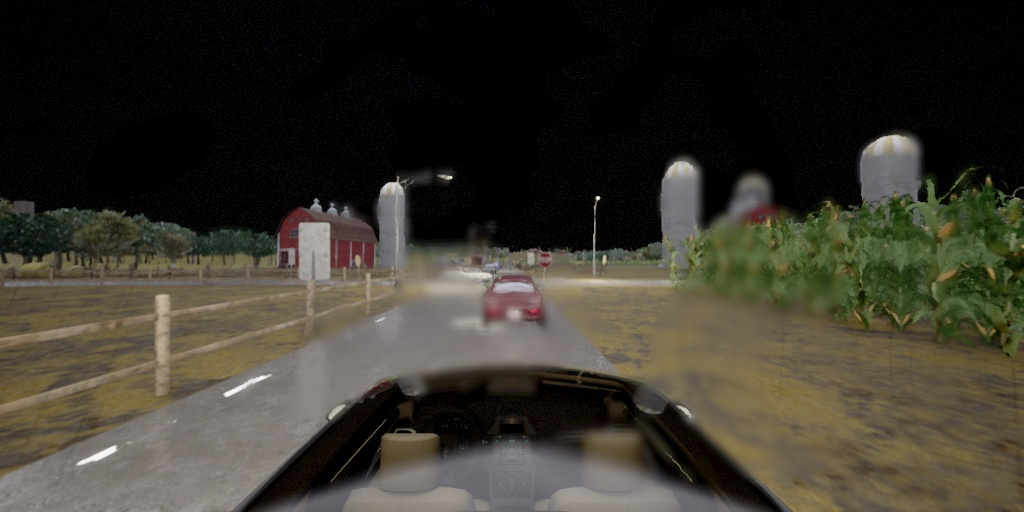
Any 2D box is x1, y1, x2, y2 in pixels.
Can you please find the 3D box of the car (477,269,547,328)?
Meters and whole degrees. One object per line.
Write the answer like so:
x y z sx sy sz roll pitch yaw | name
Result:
0.059 1.330 11.475 1.812 1.442 4.674 0 0 0 | car

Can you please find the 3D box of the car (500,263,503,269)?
-3.042 1.977 64.816 1.812 1.442 4.674 0 -1 0 | car

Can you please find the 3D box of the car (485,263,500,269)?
-3.024 1.748 48.933 1.812 1.442 4.674 0 -1 0 | car

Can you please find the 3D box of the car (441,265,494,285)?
-3.855 1.605 29.218 1.895 1.301 4.718 1 0 -41 | car

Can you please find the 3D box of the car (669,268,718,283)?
16.532 1.660 32.435 4.181 1.385 1.994 1 0 0 | car
